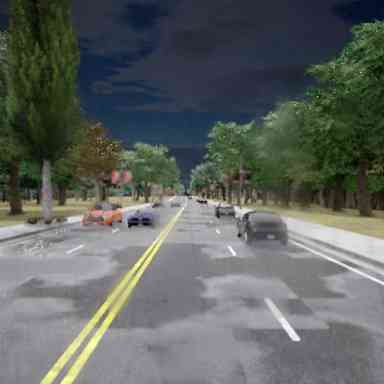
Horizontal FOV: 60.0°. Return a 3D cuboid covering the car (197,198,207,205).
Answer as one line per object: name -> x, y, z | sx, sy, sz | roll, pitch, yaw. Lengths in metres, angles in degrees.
car -> 3.183, 2.659, 90.452 | 1.882, 1.535, 5.008 | 0, -1, 0

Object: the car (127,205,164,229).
car -> -3.356, 1.853, 23.809 | 1.895, 1.301, 4.718 | 0, -1, 0

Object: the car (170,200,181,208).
car -> -3.279, 2.344, 65.511 | 1.812, 1.442, 4.674 | 0, -1, 0

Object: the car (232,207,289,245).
car -> 3.345, 1.672, 16.467 | 1.837, 1.490, 4.892 | 0, -1, 0

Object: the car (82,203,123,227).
car -> -6.605, 1.619, 24.975 | 2.097, 1.767, 4.553 | 0, -1, 0

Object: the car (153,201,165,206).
car -> -6.522, 2.423, 65.885 | 1.895, 1.301, 4.718 | 0, -1, 0

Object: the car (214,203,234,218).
car -> 3.340, 1.877, 34.314 | 2.128, 1.511, 4.902 | 0, -1, 0
